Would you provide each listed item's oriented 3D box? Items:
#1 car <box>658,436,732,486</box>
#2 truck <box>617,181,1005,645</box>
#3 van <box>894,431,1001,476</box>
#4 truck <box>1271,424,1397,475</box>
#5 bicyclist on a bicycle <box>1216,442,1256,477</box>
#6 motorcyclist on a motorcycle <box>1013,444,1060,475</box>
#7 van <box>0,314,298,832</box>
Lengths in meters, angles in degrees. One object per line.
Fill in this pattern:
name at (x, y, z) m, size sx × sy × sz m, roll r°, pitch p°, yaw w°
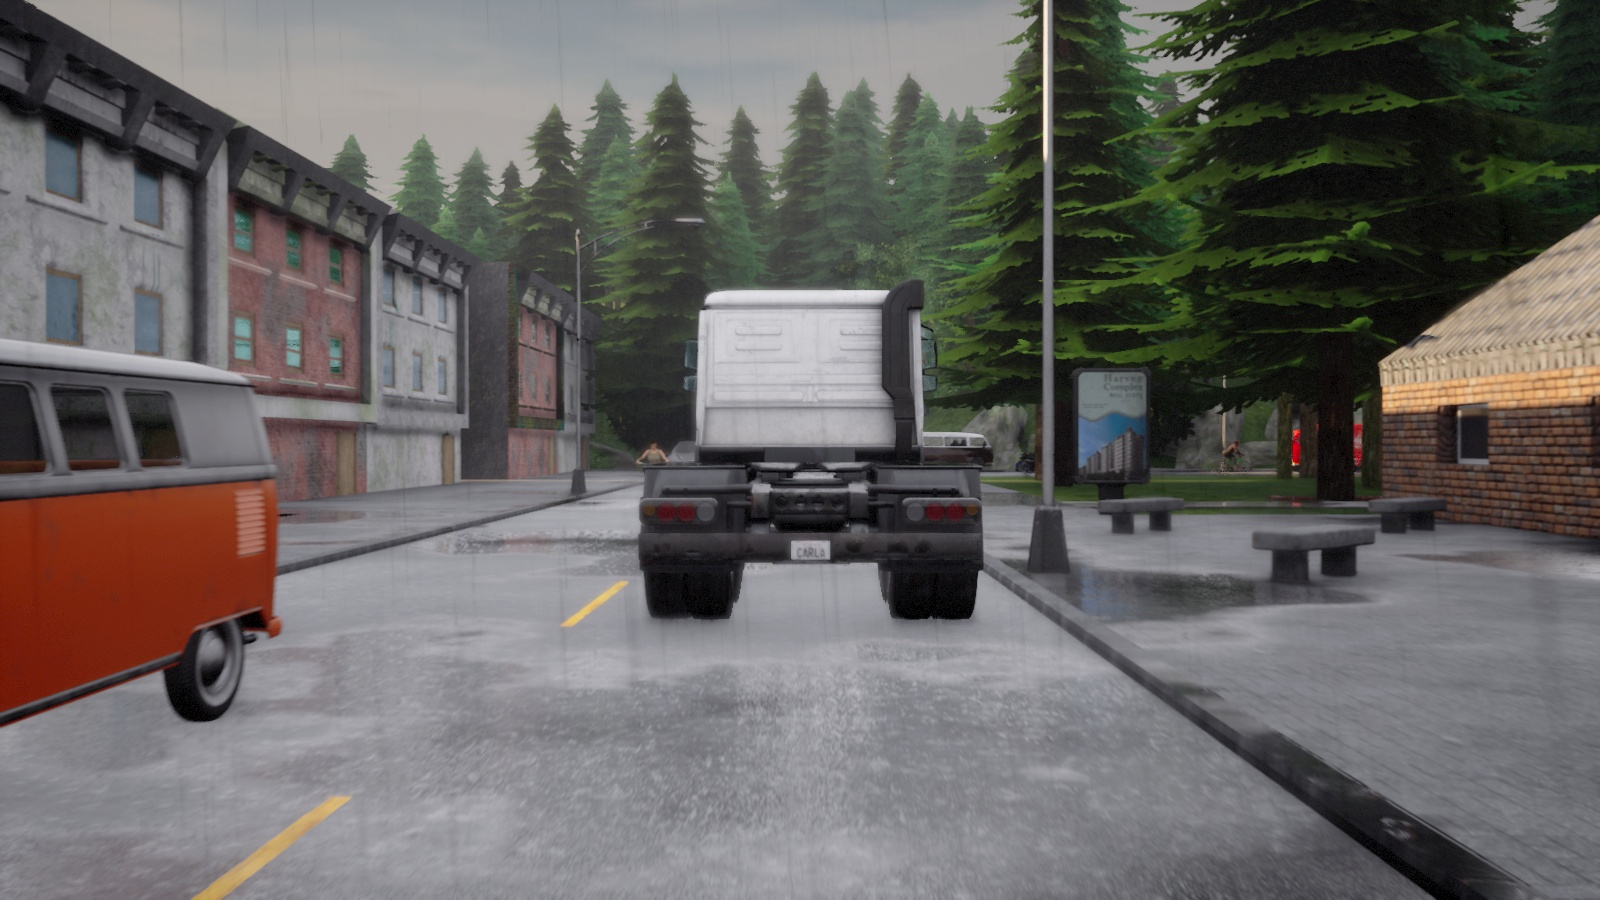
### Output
car at (-3.666, 0.366, 44.623) m, size 2.242 × 1.667 × 4.611 m, roll 0°, pitch 0°, yaw 0°
truck at (0.107, -0.301, 13.347) m, size 2.891 × 3.462 × 7.936 m, roll 0°, pitch 0°, yaw 0°
van at (6.877, 0.185, 58.593) m, size 4.480 × 2.038 × 2.069 m, roll 0°, pitch -1°, yaw -19°
truck at (26.735, -0.031, 63.000) m, size 5.204 × 2.467 × 2.627 m, roll 0°, pitch 0°, yaw 0°
bicyclist on a bicycle at (20.482, 0.423, 59.015) m, size 1.656 × 1.620 × 0.582 m, roll 0°, pitch 0°, yaw 0°
motorcyclist on a motorcycle at (11.848, 0.478, 63.029) m, size 2.191 × 1.530 × 0.866 m, roll 0°, pitch 0°, yaw 0°
van at (-3.953, 0.466, 5.414) m, size 1.775 × 1.987 × 4.442 m, roll 0°, pitch 1°, yaw 0°
